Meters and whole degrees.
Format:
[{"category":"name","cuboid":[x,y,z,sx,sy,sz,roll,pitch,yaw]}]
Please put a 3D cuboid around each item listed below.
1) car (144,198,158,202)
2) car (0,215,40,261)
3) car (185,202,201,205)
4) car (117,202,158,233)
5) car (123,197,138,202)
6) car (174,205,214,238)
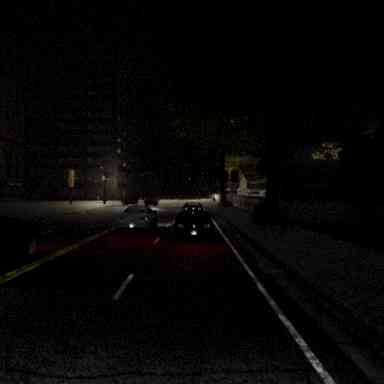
[{"category":"car","cuboid":[-6.504,1.627,52.855,1.895,1.301,4.718,0,0,0]},{"category":"car","cuboid":[-6.602,1.475,10.350,1.882,1.535,5.008,0,0,0]},{"category":"car","cuboid":[0.098,1.608,33.289,1.895,1.301,4.718,0,0,0]},{"category":"car","cuboid":[-3.151,1.526,19.636,1.812,1.442,4.674,0,0,0]},{"category":"car","cuboid":[-9.754,1.548,52.885,1.812,1.442,4.674,0,0,0]},{"category":"car","cuboid":[0.100,1.600,17.596,1.895,1.301,4.718,0,0,0]}]
